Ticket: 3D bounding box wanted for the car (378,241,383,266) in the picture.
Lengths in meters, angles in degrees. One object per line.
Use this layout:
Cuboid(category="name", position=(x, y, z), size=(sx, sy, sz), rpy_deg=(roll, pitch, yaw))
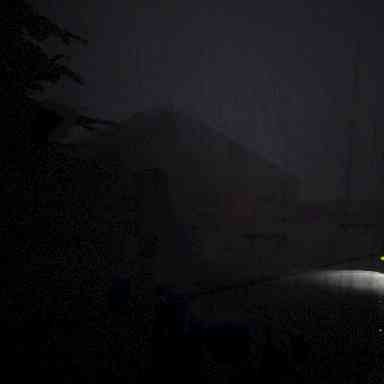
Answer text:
Cuboid(category="car", position=(7.337, 1.526, 9.838), size=(4.181, 1.385, 1.994), rpy_deg=(0, 0, -35))
